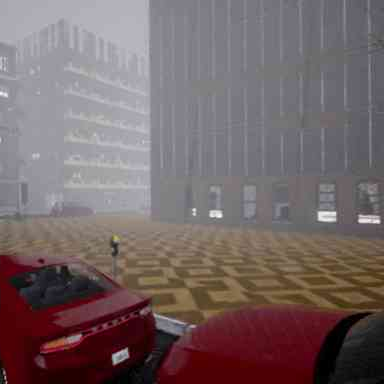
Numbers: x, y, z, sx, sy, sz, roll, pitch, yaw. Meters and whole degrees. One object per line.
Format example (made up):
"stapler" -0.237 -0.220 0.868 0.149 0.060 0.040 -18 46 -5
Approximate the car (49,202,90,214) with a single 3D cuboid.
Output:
"car" -15.770 1.980 43.098 1.752 1.417 4.829 -2 -2 35

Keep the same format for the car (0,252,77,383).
"car" -2.543 1.542 4.701 4.507 1.381 1.887 0 -1 36

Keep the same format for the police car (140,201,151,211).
"police car" -6.111 2.137 52.201 2.038 1.542 4.974 -1 -1 35

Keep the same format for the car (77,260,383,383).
"car" 1.983 1.316 1.472 5.009 1.841 2.192 0 -1 36

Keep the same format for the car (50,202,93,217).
"car" -12.117 1.734 33.841 1.967 1.590 4.097 -2 -2 35
